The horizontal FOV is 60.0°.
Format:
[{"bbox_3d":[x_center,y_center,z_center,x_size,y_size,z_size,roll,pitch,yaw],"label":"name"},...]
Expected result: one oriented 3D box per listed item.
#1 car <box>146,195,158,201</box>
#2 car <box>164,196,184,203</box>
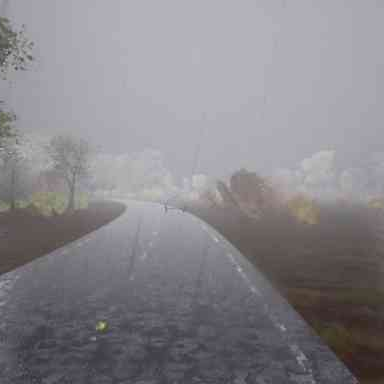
[{"bbox_3d":[-7.714,1.117,63.633,1.801,1.575,5.366,0,0,-14],"label":"car"},{"bbox_3d":[-1.681,1.044,31.360,2.033,1.649,4.856,0,0,-7],"label":"car"}]
